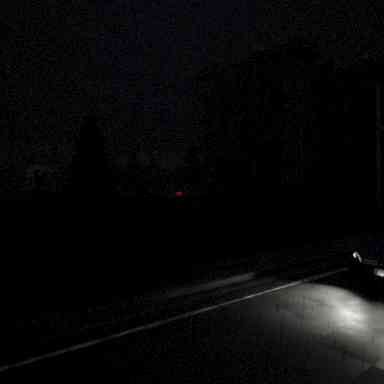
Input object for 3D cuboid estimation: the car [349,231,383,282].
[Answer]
[{"bbox_3d":[5.924,1.475,8.581,4.674,1.442,1.812,0,0,-37],"label":"car"}]
